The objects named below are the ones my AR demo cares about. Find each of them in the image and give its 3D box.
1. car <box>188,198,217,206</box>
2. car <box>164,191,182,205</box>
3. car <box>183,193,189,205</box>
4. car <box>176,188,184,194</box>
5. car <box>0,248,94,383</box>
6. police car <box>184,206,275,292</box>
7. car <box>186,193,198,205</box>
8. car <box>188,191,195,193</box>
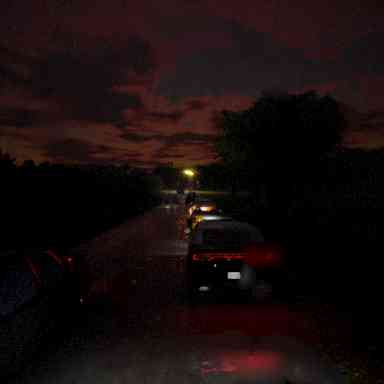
[{"bbox_3d":[0.807,1.368,19.120,1.801,1.575,5.366,0,1,0],"label":"car"},{"bbox_3d":[-2.893,1.015,47.852,2.128,1.511,4.902,0,1,0],"label":"car"},{"bbox_3d":[-0.003,1.150,46.640,1.895,1.301,4.718,0,1,1],"label":"car"},{"bbox_3d":[-2.826,-0.130,81.849,1.882,1.535,5.008,0,2,0],"label":"car"},{"bbox_3d":[-2.855,1.543,4.406,2.033,1.411,5.357,0,0,0],"label":"car"},{"bbox_3d":[0.816,1.402,9.040,1.930,1.638,5.238,0,0,0],"label":"police car"},{"bbox_3d":[0.801,1.211,24.901,2.097,1.767,4.553,0,1,0],"label":"car"},{"bbox_3d":[-0.061,0.574,65.745,2.033,1.411,5.357,0,2,0],"label":"car"}]
